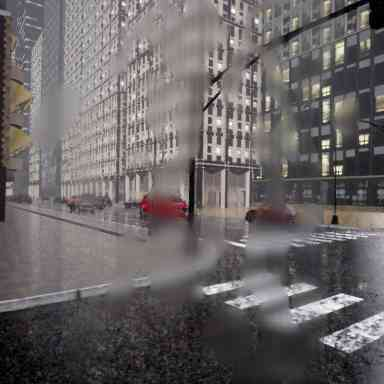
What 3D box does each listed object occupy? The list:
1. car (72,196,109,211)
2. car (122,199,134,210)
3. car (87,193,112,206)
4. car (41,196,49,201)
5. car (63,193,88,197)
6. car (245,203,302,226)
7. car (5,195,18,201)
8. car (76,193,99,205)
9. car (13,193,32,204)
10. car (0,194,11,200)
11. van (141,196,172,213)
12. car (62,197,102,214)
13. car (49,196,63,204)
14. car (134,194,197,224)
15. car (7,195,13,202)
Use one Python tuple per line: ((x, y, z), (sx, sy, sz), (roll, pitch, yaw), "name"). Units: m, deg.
((-11.939, 1.467, 38.775), (2.033, 1.411, 5.357), (1, -1, -35), "car")
((-7.373, 1.584, 42.328), (2.008, 1.369, 4.403), (1, -1, -35), "car")
((-14.484, 1.380, 53.074), (2.097, 1.767, 4.553), (1, -1, -35), "car")
((-36.814, 1.570, 83.773), (1.802, 1.307, 4.206), (1, -1, -35), "car")
((-18.762, 1.317, 53.887), (2.097, 1.767, 4.553), (1, -1, -36), "car")
((5.714, 1.505, 23.909), (1.967, 1.590, 4.097), (1, -1, -35), "car")
((-40.372, 1.377, 74.316), (2.008, 1.369, 4.403), (1, -1, -35), "car")
((-18.575, 1.248, 58.827), (2.150, 2.045, 5.566), (1, -1, -35), "car")
((-30.555, 1.155, 60.504), (2.192, 1.841, 5.009), (1, -1, -35), "car")
((-46.818, 1.365, 83.390), (1.752, 1.417, 4.829), (1, -1, -35), "car")
((-4.098, 1.382, 37.725), (1.690, 1.788, 3.998), (1, -1, -35), "van")
((-10.933, 1.427, 32.871), (2.008, 1.369, 4.403), (1, -1, -35), "car")
((-24.213, 1.504, 61.594), (2.033, 1.411, 5.357), (1, -1, -38), "car")
((-1.904, 1.165, 24.642), (2.150, 2.045, 5.566), (1, -1, -35), "car")
((-37.102, 1.396, 69.711), (1.947, 1.339, 4.313), (1, -1, -35), "car")
